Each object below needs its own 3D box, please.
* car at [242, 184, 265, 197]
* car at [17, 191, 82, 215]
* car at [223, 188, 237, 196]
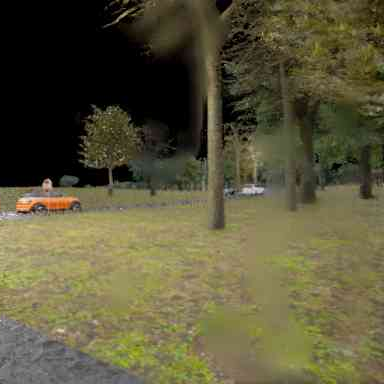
[{"bbox_3d":[10.437,-0.327,56.354,2.150,2.045,5.566,-2,1,32],"label":"car"},{"bbox_3d":[-10.702,0.726,25.314,2.097,1.767,4.553,-2,-1,34],"label":"car"},{"bbox_3d":[6.849,0.052,63.339,1.882,1.535,5.008,-2,2,34],"label":"car"}]
